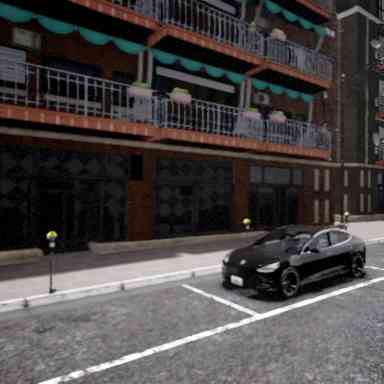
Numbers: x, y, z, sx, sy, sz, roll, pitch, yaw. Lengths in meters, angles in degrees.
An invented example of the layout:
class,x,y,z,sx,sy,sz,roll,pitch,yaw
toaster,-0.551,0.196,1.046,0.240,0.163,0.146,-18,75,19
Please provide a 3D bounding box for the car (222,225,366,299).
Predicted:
class,x,y,z,sx,sy,sz,roll,pitch,yaw
car,2.758,1.559,8.513,4.313,1.339,1.947,0,1,-35
